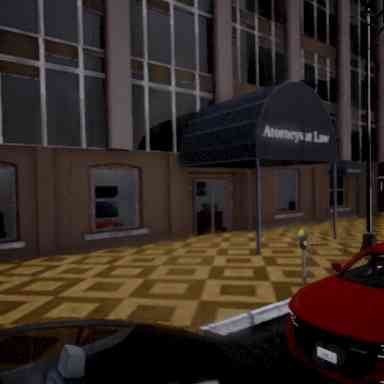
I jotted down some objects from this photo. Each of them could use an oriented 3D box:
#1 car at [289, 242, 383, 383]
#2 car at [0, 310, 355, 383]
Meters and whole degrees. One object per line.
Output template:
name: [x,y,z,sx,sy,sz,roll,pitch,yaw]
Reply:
car: [3.238,1.439,4.841,4.507,1.381,1.887,-1,0,-36]
car: [-1.354,1.563,1.494,4.313,1.339,1.947,-1,0,-36]
